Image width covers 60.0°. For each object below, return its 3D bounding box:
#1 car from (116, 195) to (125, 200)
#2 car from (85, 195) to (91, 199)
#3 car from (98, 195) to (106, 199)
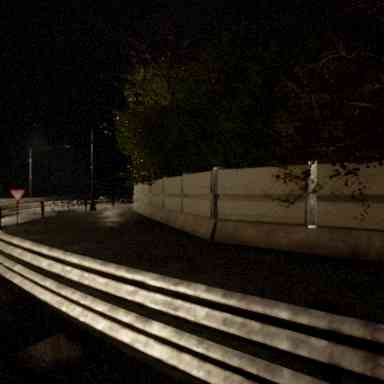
[{"bbox_3d":[-19.301,1.478,89.471,1.994,1.385,4.181,0,0,-1],"label":"car"},{"bbox_3d":[-27.633,1.405,88.867,1.882,1.535,5.008,0,0,-17],"label":"car"},{"bbox_3d":[-24.250,1.523,89.760,1.895,1.301,4.718,0,0,-17],"label":"car"}]
